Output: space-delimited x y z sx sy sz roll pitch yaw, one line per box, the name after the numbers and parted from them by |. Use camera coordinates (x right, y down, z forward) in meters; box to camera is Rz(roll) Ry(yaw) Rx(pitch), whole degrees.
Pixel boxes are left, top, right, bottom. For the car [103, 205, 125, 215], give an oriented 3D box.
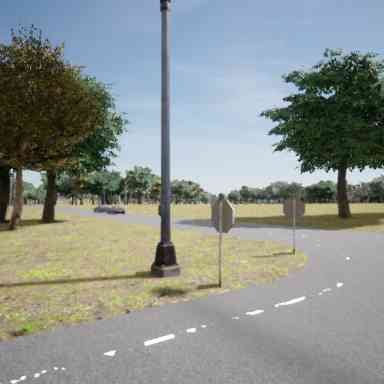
-12.704 3.010 55.568 1.994 1.385 4.181 2 -2 -33 | car

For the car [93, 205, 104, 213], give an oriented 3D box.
-16.563 3.107 61.310 2.033 1.411 5.357 2 -2 -34 | car
